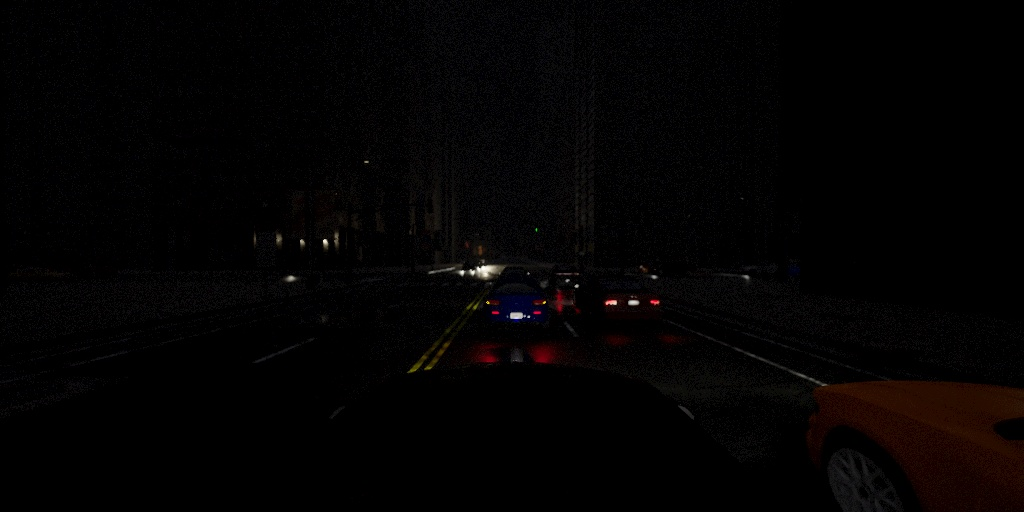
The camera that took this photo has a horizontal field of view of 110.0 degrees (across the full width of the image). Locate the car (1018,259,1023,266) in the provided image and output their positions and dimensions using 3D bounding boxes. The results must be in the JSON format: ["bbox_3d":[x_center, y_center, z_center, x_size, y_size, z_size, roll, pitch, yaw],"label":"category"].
[{"bbox_3d":[49.330,1.207,33.806,5.009,1.841,2.192,0,0,0],"label":"car"}]

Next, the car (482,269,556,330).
[{"bbox_3d":[0.104,1.318,11.177,1.812,1.442,4.674,0,0,0],"label":"car"}]

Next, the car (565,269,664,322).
[{"bbox_3d":[3.363,1.345,12.403,2.033,1.411,5.357,0,0,0],"label":"car"}]

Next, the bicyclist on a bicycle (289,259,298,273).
[{"bbox_3d":[-25.824,1.204,42.367,0.582,1.620,1.656,0,1,0],"label":"bicyclist on a bicycle"}]

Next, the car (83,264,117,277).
[{"bbox_3d":[-46.368,1.550,39.529,4.507,1.381,1.888,0,0,0],"label":"car"}]

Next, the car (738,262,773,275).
[{"bbox_3d":[27.712,1.374,39.801,4.674,1.442,1.812,0,1,0],"label":"car"}]

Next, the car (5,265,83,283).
[{"bbox_3d":[-40.788,1.595,30.999,4.829,1.417,1.751,0,0,0],"label":"car"}]

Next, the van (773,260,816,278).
[{"bbox_3d":[27.569,1.247,33.963,3.998,1.789,1.690,0,0,0],"label":"van"}]

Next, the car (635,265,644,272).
[{"bbox_3d":[16.746,1.274,42.566,4.097,1.591,1.967,0,0,0],"label":"car"}]

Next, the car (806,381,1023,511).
[{"bbox_3d":[3.349,1.224,0.877,1.882,1.535,5.008,0,0,0],"label":"car"}]

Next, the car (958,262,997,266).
[{"bbox_3d":[43.889,1.330,33.845,4.097,1.591,1.967,0,0,0],"label":"car"}]

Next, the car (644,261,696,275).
[{"bbox_3d":[17.772,1.337,39.888,5.008,1.535,1.882,0,1,0],"label":"car"}]

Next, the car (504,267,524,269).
[{"bbox_3d":[0.130,1.387,22.769,2.033,1.411,5.357,0,0,0],"label":"car"}]

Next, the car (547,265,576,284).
[{"bbox_3d":[3.512,1.338,24.550,2.128,1.511,4.902,0,0,2],"label":"car"}]

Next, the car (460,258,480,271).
[{"bbox_3d":[-6.494,1.456,55.309,1.882,1.535,5.008,0,0,1],"label":"car"}]

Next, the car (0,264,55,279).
[{"bbox_3d":[-50.852,1.597,36.764,5.357,1.411,2.033,0,1,0],"label":"car"}]

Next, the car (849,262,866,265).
[{"bbox_3d":[33.010,1.482,33.923,4.207,1.307,1.802,0,0,0],"label":"car"}]

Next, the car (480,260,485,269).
[{"bbox_3d":[-6.445,1.526,64.813,1.837,1.490,4.892,0,0,1],"label":"car"}]
